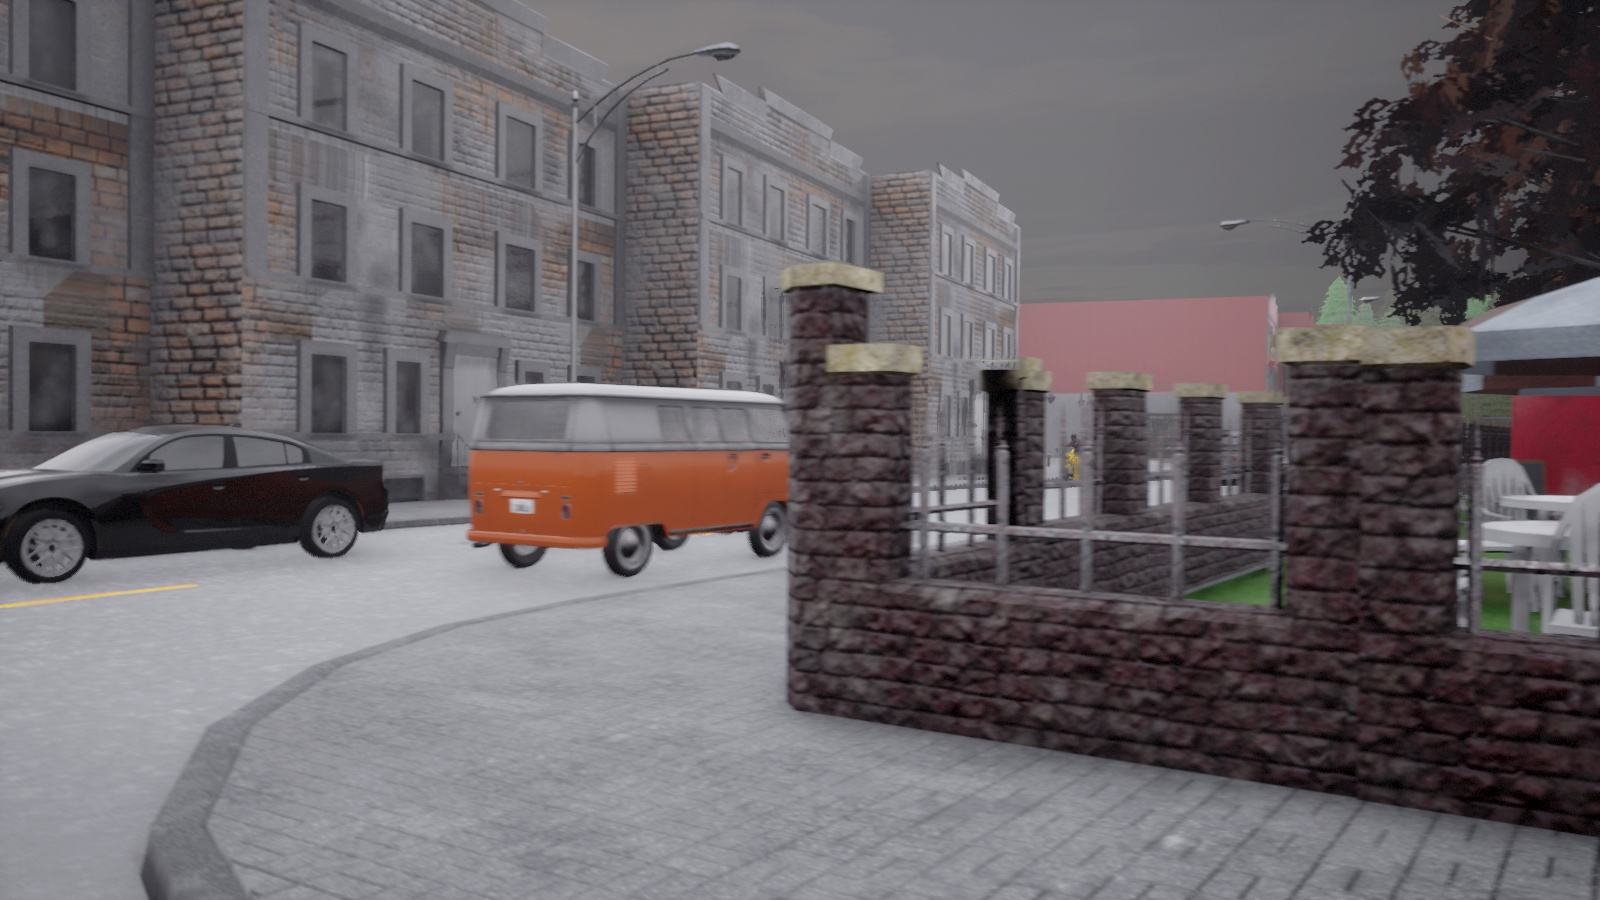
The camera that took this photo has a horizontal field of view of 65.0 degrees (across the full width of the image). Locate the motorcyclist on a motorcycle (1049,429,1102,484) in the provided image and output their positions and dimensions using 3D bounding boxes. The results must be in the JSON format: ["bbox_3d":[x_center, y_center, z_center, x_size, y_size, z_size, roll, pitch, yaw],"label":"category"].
[{"bbox_3d":[7.846,0.162,35.682,0.797,1.523,2.044,0,1,34],"label":"motorcyclist on a motorcycle"}]

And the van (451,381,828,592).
[{"bbox_3d":[-1.596,0.307,14.177,1.775,1.987,4.442,0,1,32],"label":"van"}]

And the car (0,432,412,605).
[{"bbox_3d":[-6.831,0.589,13.500,1.882,1.535,5.008,0,1,33],"label":"car"}]

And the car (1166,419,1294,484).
[{"bbox_3d":[11.903,0.003,34.564,2.242,1.667,4.611,0,1,33],"label":"car"}]
